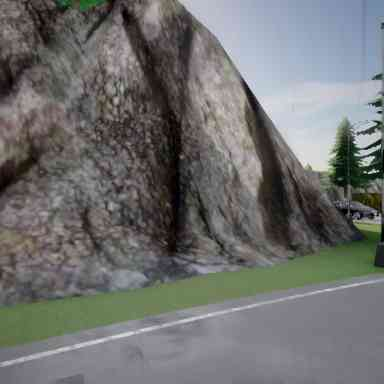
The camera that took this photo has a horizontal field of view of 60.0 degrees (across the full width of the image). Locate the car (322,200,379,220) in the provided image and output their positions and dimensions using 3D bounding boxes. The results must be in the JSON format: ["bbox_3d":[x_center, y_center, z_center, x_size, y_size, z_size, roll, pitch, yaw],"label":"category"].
[{"bbox_3d":[13.446,1.492,28.490,2.128,1.511,4.902,0,0,-25],"label":"car"}]
